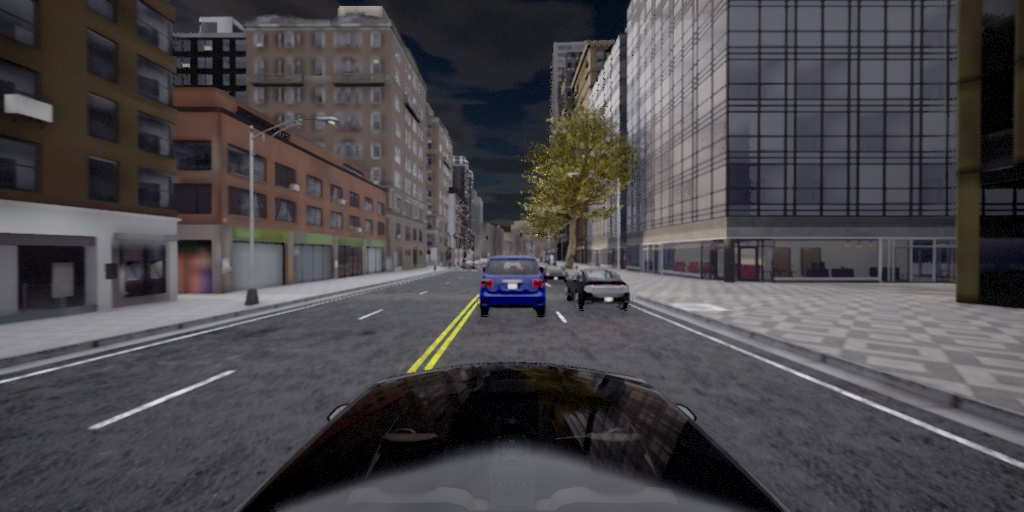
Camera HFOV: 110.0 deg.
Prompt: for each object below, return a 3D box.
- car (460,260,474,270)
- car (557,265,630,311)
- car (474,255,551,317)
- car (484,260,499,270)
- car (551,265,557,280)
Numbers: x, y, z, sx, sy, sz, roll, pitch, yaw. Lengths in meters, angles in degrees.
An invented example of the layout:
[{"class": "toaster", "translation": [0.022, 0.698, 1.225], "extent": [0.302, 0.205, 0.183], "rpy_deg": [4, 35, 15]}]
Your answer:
[{"class": "car", "translation": [-6.536, 1.339, 54.711], "extent": [1.812, 1.442, 4.674], "rpy_deg": [0, 0, 0]}, {"class": "car", "translation": [3.299, 1.263, 14.580], "extent": [2.128, 1.511, 4.902], "rpy_deg": [0, 0, 0]}, {"class": "car", "translation": [0.040, 0.993, 13.441], "extent": [2.150, 2.045, 5.566], "rpy_deg": [0, 0, 1]}, {"class": "car", "translation": [-3.259, 1.363, 57.536], "extent": [2.033, 1.411, 5.357], "rpy_deg": [0, 0, 0]}, {"class": "car", "translation": [3.299, 1.391, 28.991], "extent": [1.895, 1.301, 4.718], "rpy_deg": [0, 0, 1]}]
